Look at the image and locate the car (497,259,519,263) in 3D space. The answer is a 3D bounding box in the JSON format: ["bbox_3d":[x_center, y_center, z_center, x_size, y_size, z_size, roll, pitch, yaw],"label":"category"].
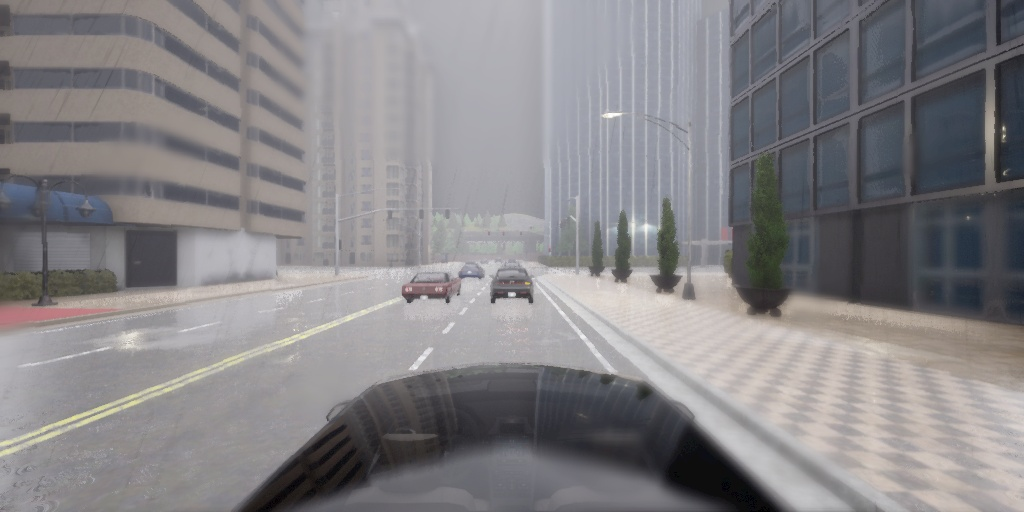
[{"bbox_3d":[0.000,1.243,31.500,2.128,1.511,4.902,0,0,0],"label":"car"}]

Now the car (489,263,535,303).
[{"bbox_3d":[0.000,1.264,16.500,1.837,1.490,4.892,0,0,0],"label":"car"}]

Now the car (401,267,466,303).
[{"bbox_3d":[-3.500,1.364,16.530,1.895,1.301,4.718,0,0,0],"label":"car"}]

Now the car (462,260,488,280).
[{"bbox_3d":[-3.500,1.321,31.500,1.994,1.385,4.181,0,0,0],"label":"car"}]
